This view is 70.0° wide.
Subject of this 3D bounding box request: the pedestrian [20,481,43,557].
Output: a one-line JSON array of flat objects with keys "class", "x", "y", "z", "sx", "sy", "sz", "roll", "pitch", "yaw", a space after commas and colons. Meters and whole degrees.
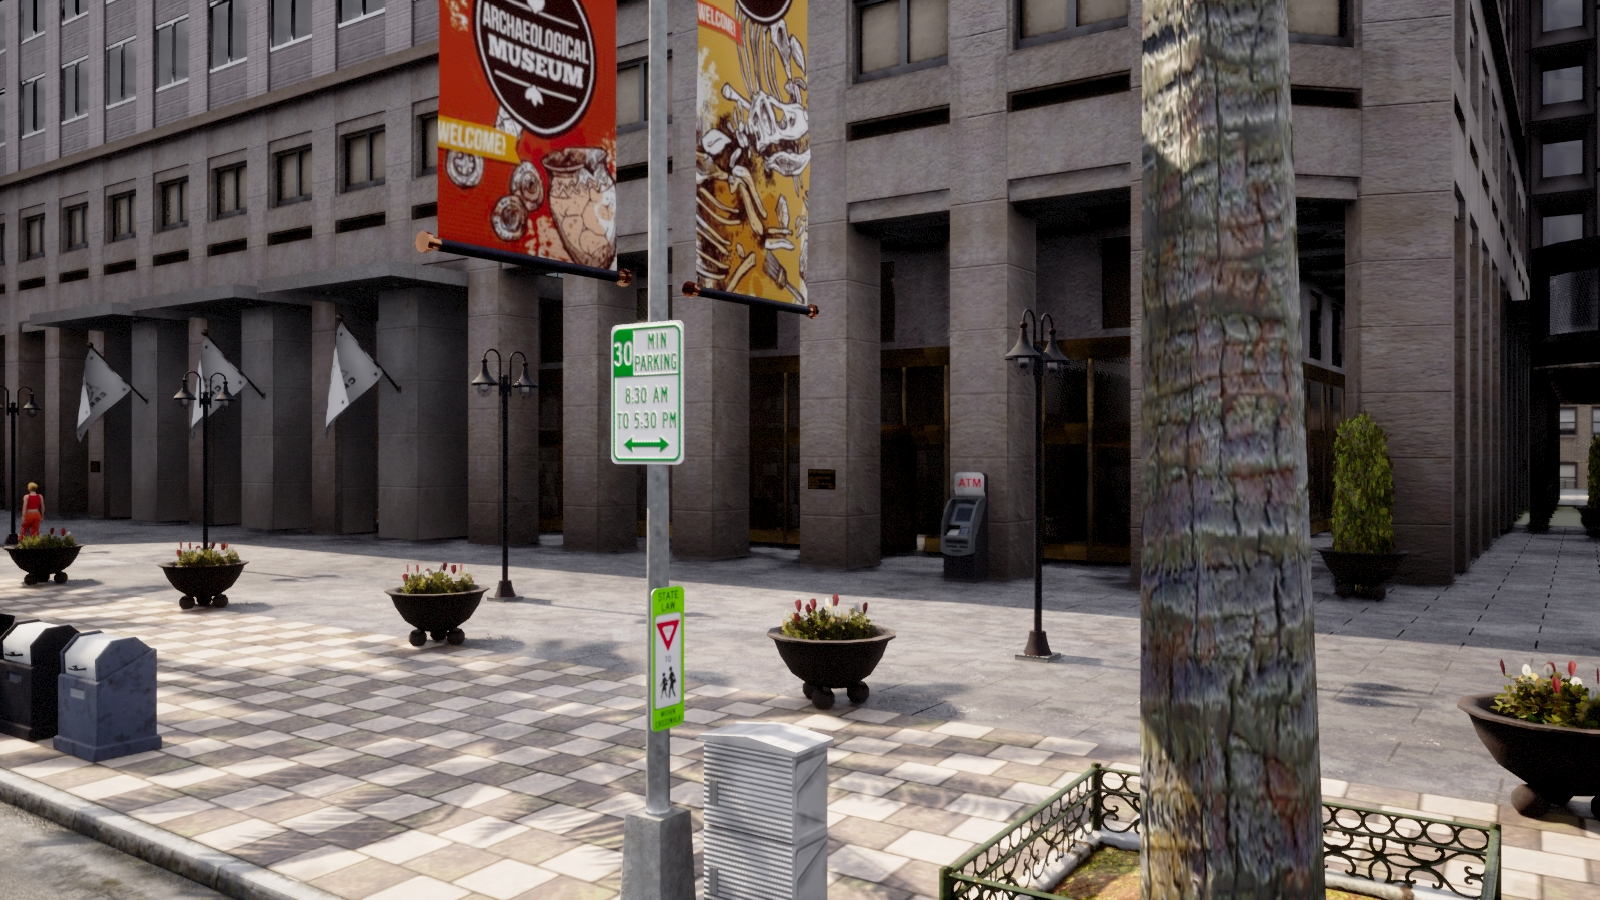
[{"class": "pedestrian", "x": -19.082, "y": 1.704, "z": 28.360, "sx": 0.375, "sy": 1.860, "sz": 0.375, "roll": 0, "pitch": 0, "yaw": 37}]
